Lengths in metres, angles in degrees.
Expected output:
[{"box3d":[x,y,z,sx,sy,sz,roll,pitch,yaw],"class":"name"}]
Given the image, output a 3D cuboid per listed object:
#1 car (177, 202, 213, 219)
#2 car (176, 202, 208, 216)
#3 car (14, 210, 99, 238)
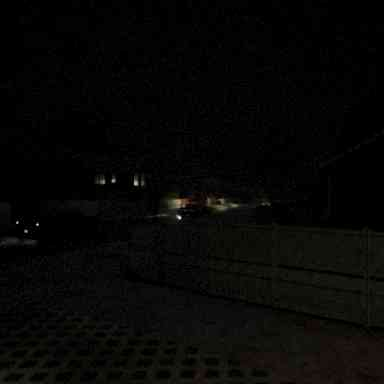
[{"box3d":[0.527,1.826,30.902,2.128,1.511,4.902,1,0,21],"class":"car"},{"box3d":[0.109,1.892,38.240,2.033,1.411,5.357,1,0,20],"class":"car"},{"box3d":[-7.583,1.720,19.011,1.895,1.301,4.718,1,0,24],"class":"car"}]
